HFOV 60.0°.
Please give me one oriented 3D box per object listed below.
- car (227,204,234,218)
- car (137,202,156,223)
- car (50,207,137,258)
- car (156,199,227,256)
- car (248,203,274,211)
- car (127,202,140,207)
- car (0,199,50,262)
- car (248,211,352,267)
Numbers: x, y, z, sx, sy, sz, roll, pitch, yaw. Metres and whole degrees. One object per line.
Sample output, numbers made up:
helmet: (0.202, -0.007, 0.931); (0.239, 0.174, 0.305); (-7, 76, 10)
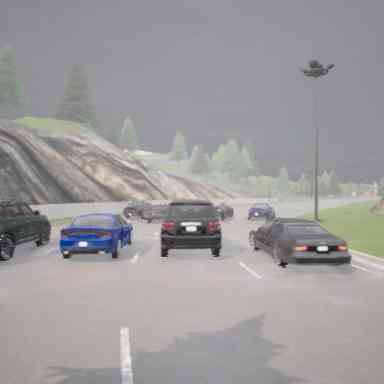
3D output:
car: (2.468, 1.689, 29.999); (2.128, 1.511, 4.902); (0, 0, 20)
car: (-2.186, 1.704, 27.030); (2.033, 1.411, 5.357); (0, 0, 15)
car: (-3.556, 1.543, 13.085); (1.882, 1.535, 5.008); (0, -1, -2)
car: (-0.116, 1.308, 13.572); (2.150, 2.045, 5.566); (0, 0, -2)
car: (6.357, 1.744, 30.390); (1.812, 1.442, 4.674); (0, 0, 22)
car: (-4.667, 1.676, 31.207); (1.837, 1.490, 4.892); (0, 0, 17)
car: (-7.174, 1.266, 12.333); (2.150, 2.045, 5.566); (0, 0, -4)
car: (3.454, 1.639, 11.769); (2.033, 1.411, 5.357); (0, 0, -4)
